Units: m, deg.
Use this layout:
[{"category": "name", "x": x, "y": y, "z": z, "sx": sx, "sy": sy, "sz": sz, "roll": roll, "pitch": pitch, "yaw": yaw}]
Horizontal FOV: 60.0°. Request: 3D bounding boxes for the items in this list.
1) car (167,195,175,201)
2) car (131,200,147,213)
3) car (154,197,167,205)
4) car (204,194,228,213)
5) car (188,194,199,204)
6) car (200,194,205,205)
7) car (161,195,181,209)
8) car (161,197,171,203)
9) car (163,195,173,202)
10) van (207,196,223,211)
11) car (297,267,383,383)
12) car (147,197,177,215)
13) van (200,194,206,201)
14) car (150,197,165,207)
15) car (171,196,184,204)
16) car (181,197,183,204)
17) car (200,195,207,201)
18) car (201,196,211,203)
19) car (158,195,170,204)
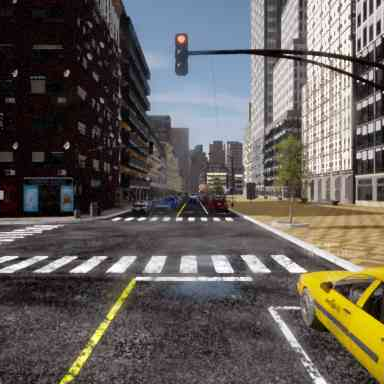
[{"category": "car", "x": -5.345, "y": 1.613, "z": 86.011, "sx": 1.752, "sy": 1.417, "sz": 4.829, "roll": 0, "pitch": 0, "yaw": 0}, {"category": "car", "x": -5.546, "y": 1.563, "z": 36.441, "sx": 2.008, "sy": 1.369, "sz": 4.403, "roll": 0, "pitch": 0, "yaw": 0}, {"category": "car", "x": -5.457, "y": 1.584, "z": 58.547, "sx": 1.887, "sy": 1.381, "sz": 4.507, "roll": 0, "pitch": 0, "yaw": 0}, {"category": "car", "x": 2.832, "y": 1.327, "z": 36.408, "sx": 2.192, "sy": 1.841, "sz": 5.009, "roll": 0, "pitch": 0, "yaw": 0}, {"category": "car", "x": 0.266, "y": 1.615, "z": 65.611, "sx": 1.994, "sy": 1.385, "sz": 4.181, "roll": 0, "pitch": 0, "yaw": 0}, {"category": "car", "x": 2.922, "y": 1.354, "z": 58.513, "sx": 2.192, "sy": 1.841, "sz": 5.009, "roll": 0, "pitch": 0, "yaw": 0}, {"category": "car", "x": -2.910, "y": 1.497, "z": 43.953, "sx": 1.882, "sy": 1.535, "sz": 5.008, "roll": 0, "pitch": 0, "yaw": 0}, {"category": "car", "x": -5.412, "y": 1.639, "z": 69.601, "sx": 1.802, "sy": 1.307, "sz": 4.206, "roll": 0, "pitch": 0, "yaw": 0}, {"category": "car", "x": -5.390, "y": 1.507, "z": 75.128, "sx": 1.967, "sy": 1.590, "sz": 4.097, "roll": 0, "pitch": 0, "yaw": 0}, {"category": "van", "x": 2.855, "y": 1.358, "z": 41.933, "sx": 1.690, "sy": 1.788, "sz": 3.998, "roll": 0, "pitch": 0, "yaw": 0}, {"category": "car", "x": 2.702, "y": 1.525, "z": 4.165, "sx": 1.752, "sy": 1.417, "sz": 4.829, "roll": 0, "pitch": 0, "yaw": 0}, {"category": "car", "x": -2.960, "y": 1.558, "z": 34.133, "sx": 2.033, "sy": 1.411, "sz": 5.357, "roll": 0, "pitch": 0, "yaw": 0}, {"category": "van", "x": 3.057, "y": 1.441, "z": 91.672, "sx": 1.690, "sy": 1.788, "sz": 3.998, "roll": 0, "pitch": 0, "yaw": 0}, {"category": "car", "x": -5.479, "y": 1.581, "z": 53.021, "sx": 2.008, "sy": 1.369, "sz": 4.403, "roll": 0, "pitch": 0, "yaw": 0}, {"category": "car", "x": -2.741, "y": 1.539, "z": 64.010, "sx": 2.128, "sy": 1.511, "sz": 4.902, "roll": 0, "pitch": 0, "yaw": 0}, {"category": "car", "x": -2.851, "y": 1.536, "z": 53.765, "sx": 1.837, "sy": 1.490, "sz": 4.892, "roll": 0, "pitch": 0, "yaw": 1}, {"category": "car", "x": 3.036, "y": 1.613, "z": 86.316, "sx": 1.752, "sy": 1.417, "sz": 4.829, "roll": 0, "pitch": 0, "yaw": 0}, {"category": "car", "x": 2.968, "y": 1.602, "z": 69.567, "sx": 1.887, "sy": 1.381, "sz": 4.507, "roll": 0, "pitch": 0, "yaw": 0}, {"category": "car", "x": -5.435, "y": 1.488, "z": 64.074, "sx": 1.967, "sy": 1.590, "sz": 4.097, "roll": 0, "pitch": 0, "yaw": 0}]
